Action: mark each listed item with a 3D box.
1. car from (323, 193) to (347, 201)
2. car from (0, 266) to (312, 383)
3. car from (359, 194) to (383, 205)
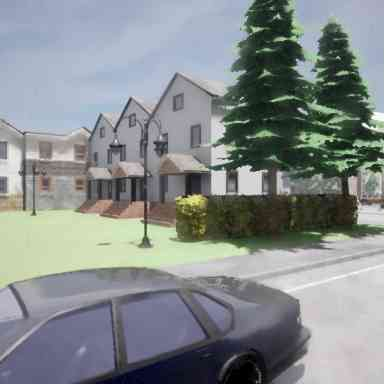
[{"bbox_3d":[32.154,1.097,74.745,1.932,1.855,4.605,0,0,-36],"label":"car"},{"bbox_3d":[-1.111,1.547,3.190,5.357,1.411,2.033,0,0,-35],"label":"car"},{"bbox_3d":[27.287,1.097,49.291,1.932,1.855,4.605,0,0,-36],"label":"car"}]
